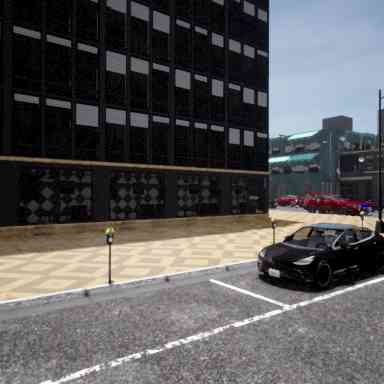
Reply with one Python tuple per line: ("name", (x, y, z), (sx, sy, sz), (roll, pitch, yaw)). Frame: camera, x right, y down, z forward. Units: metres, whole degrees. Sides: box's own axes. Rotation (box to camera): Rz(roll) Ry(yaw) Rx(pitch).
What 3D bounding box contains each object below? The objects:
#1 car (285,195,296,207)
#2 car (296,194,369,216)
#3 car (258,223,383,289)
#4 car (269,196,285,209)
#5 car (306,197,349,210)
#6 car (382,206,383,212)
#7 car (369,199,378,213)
("car", (12.459, 1.130, 43.278), (1.967, 1.590, 4.097), (1, 0, -36))
("car", (12.272, 1.101, 29.376), (2.192, 1.841, 5.009), (1, 0, -36))
("car", (3.743, 1.566, 9.222), (4.313, 1.339, 1.947), (0, 0, -35))
("car", (8.097, 1.172, 39.422), (1.837, 1.490, 4.892), (0, 1, -36))
("car", (15.740, 1.341, 38.805), (1.802, 1.307, 4.206), (1, 0, -36))
("car", (19.022, 1.372, 34.336), (1.887, 1.381, 4.507), (1, 0, -36))
("car", (14.236, 1.322, 31.052), (1.812, 1.442, 4.674), (0, 1, -38))
